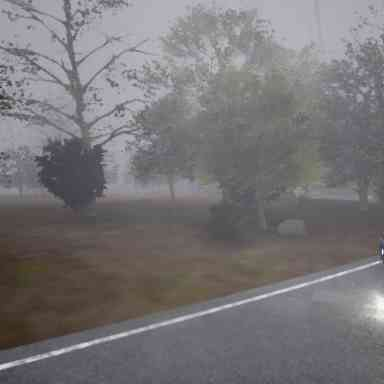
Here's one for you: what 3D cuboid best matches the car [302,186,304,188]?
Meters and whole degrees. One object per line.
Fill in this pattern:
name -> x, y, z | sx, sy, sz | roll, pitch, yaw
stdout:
car -> 25.519, -1.326, 74.495 | 2.128, 1.511, 4.902 | -1, 4, 45

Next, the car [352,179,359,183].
car -> 40.125, -2.557, 77.397 | 4.892, 1.490, 1.837 | -3, 3, -2

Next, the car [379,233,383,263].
car -> 7.880, 1.247, 10.262 | 5.566, 2.045, 2.150 | 0, 0, -40

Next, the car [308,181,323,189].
car -> 26.126, -1.443, 70.273 | 2.150, 2.045, 5.566 | -2, 4, 35
